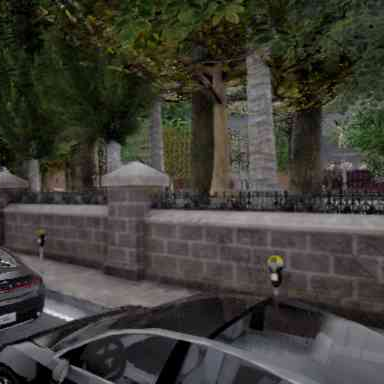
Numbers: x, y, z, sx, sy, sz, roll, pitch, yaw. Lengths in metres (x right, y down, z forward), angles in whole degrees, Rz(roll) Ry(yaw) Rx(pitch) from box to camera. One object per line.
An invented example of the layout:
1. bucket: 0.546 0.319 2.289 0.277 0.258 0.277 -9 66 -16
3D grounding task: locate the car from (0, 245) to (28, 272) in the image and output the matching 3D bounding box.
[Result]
1. car: -4.381 1.553 5.956 4.403 1.369 2.008 0 -1 36

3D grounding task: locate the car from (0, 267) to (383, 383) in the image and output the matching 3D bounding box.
1. car: 0.052 1.566 2.787 4.313 1.339 1.947 0 -1 36
